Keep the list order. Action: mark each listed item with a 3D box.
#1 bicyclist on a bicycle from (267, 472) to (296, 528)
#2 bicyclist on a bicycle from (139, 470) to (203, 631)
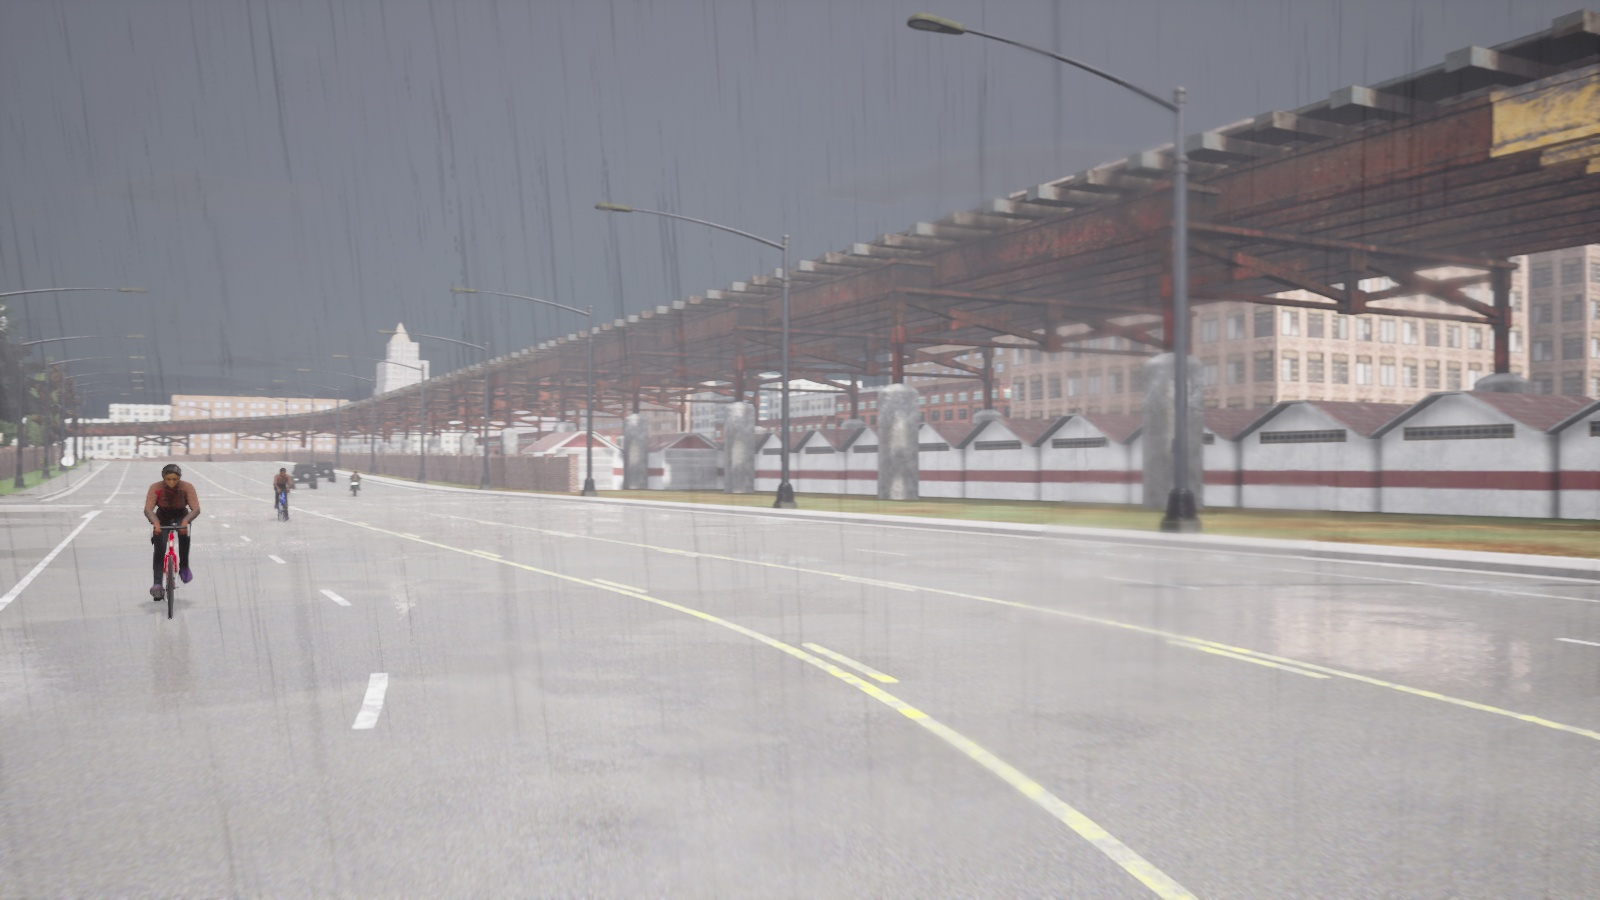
[{"bbox_3d":[-15.528,1.479,37.604,0.582,1.620,1.656,0,-1,-30],"label":"bicyclist on a bicycle"},{"bbox_3d":[-6.772,1.030,13.549,0.582,1.620,1.656,0,-1,-26],"label":"bicyclist on a bicycle"}]
